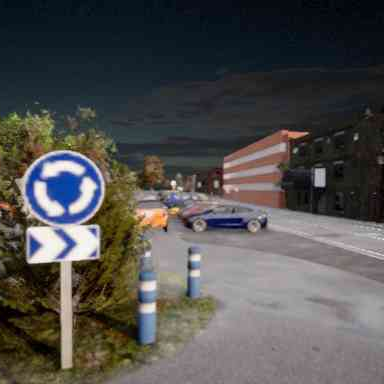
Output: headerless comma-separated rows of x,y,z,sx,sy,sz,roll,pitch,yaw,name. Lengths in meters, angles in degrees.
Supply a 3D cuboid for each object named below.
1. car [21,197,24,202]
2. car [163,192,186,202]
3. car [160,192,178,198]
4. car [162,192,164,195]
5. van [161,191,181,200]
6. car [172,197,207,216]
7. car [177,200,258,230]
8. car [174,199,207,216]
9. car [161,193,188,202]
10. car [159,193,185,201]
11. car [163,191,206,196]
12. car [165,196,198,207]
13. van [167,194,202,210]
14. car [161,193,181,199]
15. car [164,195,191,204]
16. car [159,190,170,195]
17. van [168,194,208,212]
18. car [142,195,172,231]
-11.196,1.059,23.075,4.553,1.767,2.185,1,0,-7,car
-3.578,1.038,66.661,4.553,1.767,2.185,1,1,-7,car
-6.425,0.764,91.931,5.008,1.535,2.097,1,1,-7,car
-2.298,1.215,55.432,4.553,1.767,2.185,1,1,-7,car
-4.941,0.760,77.878,4.442,1.987,1.878,1,1,-7,van
0.756,1.452,27.321,5.366,1.575,1.946,1,0,-7,car
1.579,1.488,21.727,4.674,1.452,2.002,1,0,-7,car
1.258,1.493,24.534,4.674,1.452,2.002,1,0,-7,car
-3.686,1.121,69.494,5.366,1.575,1.946,1,1,-7,car
-4.375,1.069,72.259,5.366,1.575,1.946,1,1,-7,car
0.010,1.225,35.769,5.566,2.045,2.435,1,0,-7,car
-1.628,1.470,49.824,4.674,1.452,2.002,1,1,-7,car
-1.084,1.260,44.055,4.442,1.987,1.878,1,0,-7,van
-5.122,0.974,80.705,4.792,1.488,2.163,1,1,-7,car
-2.594,1.337,58.245,4.674,1.452,2.002,1,1,-7,car
-2.933,1.001,61.045,5.566,2.045,2.435,1,1,-7,car
-0.456,1.253,38.560,4.442,1.987,1.878,1,0,-7,van
-2.556,1.224,19.762,2.097,1.767,4.553,1,0,-8,car
